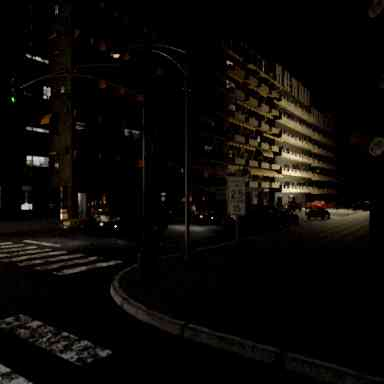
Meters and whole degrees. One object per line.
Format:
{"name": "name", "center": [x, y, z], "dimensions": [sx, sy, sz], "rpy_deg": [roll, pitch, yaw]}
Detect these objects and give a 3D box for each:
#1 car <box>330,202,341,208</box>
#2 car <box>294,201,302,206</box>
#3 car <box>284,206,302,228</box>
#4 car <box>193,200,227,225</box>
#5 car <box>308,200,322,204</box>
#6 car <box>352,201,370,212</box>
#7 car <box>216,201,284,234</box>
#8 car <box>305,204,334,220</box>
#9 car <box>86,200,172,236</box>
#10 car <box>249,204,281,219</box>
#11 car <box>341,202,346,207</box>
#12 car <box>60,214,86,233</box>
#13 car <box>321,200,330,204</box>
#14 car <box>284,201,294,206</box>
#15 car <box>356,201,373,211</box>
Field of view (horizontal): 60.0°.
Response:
{"name": "car", "center": [32.746, 3.066, 77.852], "dimensions": [1.887, 1.381, 4.507], "rpy_deg": [-1, -2, 35]}
{"name": "car", "center": [16.538, 2.340, 54.636], "dimensions": [2.192, 1.841, 5.009], "rpy_deg": [-1, -2, 35]}
{"name": "car", "center": [7.213, 2.043, 26.681], "dimensions": [1.887, 1.381, 4.507], "rpy_deg": [-1, -2, 35]}
{"name": "car", "center": [2.327, 1.728, 29.720], "dimensions": [2.150, 2.045, 5.566], "rpy_deg": [0, -1, 34]}
{"name": "car", "center": [23.022, 2.770, 63.919], "dimensions": [1.887, 1.381, 4.507], "rpy_deg": [-1, -2, 35]}
{"name": "car", "center": [29.900, 2.522, 59.197], "dimensions": [2.192, 1.841, 5.009], "rpy_deg": [-1, -2, 35]}
{"name": "car", "center": [3.971, 1.711, 22.043], "dimensions": [2.192, 1.841, 5.009], "rpy_deg": [-1, -2, 35]}
{"name": "car", "center": [13.696, 2.284, 35.969], "dimensions": [1.802, 1.307, 4.206], "rpy_deg": [-1, -2, 35]}
{"name": "car", "center": [-3.582, 1.540, 21.252], "dimensions": [2.150, 2.045, 5.566], "rpy_deg": [0, -1, 35]}
{"name": "car", "center": [8.575, 2.206, 38.647], "dimensions": [1.837, 1.490, 4.892], "rpy_deg": [0, -1, 35]}
{"name": "car", "center": [39.230, 3.281, 87.142], "dimensions": [1.947, 1.339, 4.313], "rpy_deg": [-1, -2, 35]}
{"name": "car", "center": [-6.247, 1.834, 21.980], "dimensions": [1.752, 1.417, 4.829], "rpy_deg": [-1, -2, 35]}
{"name": "car", "center": [26.262, 2.640, 68.569], "dimensions": [2.192, 1.841, 5.009], "rpy_deg": [-1, -2, 35]}
{"name": "car", "center": [13.200, 2.446, 49.846], "dimensions": [1.752, 1.417, 4.829], "rpy_deg": [-1, -2, 35]}
{"name": "car", "center": [33.141, 2.621, 63.842], "dimensions": [2.192, 1.841, 5.009], "rpy_deg": [-1, -2, 35]}
